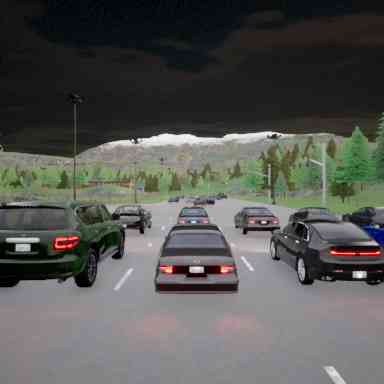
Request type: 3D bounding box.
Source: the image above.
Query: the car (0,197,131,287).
[{"bbox_3d":[-3.418,1.221,9.424,2.150,2.045,5.566,0,0,0],"label":"car"}]

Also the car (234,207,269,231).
[{"bbox_3d":[3.565,1.547,18.976,2.033,1.411,5.357,0,0,0],"label":"car"}]

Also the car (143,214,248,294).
[{"bbox_3d":[0.086,1.547,8.932,2.033,1.411,5.357,0,0,0],"label":"car"}]

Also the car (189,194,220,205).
[{"bbox_3d":[2.066,1.491,53.443,2.128,1.511,4.902,0,0,31],"label":"car"}]

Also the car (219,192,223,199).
[{"bbox_3d":[6.828,1.525,95.173,2.128,1.511,4.902,0,0,0],"label":"car"}]

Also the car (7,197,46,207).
[{"bbox_3d":[-24.813,1.505,49.957,4.892,1.490,1.837,0,0,0],"label":"car"}]

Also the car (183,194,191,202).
[{"bbox_3d":[-0.280,1.600,69.164,1.895,1.301,4.718,0,0,3],"label":"car"}]

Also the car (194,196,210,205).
[{"bbox_3d":[1.830,1.525,61.572,1.812,1.442,4.674,0,0,16],"label":"car"}]

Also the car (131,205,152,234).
[{"bbox_3d":[-3.433,1.491,19.171,2.128,1.511,4.902,0,0,0],"label":"car"}]

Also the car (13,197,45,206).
[{"bbox_3d":[-26.083,1.564,53.447,4.181,1.385,1.994,0,0,-1],"label":"car"}]

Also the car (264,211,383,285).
[{"bbox_3d":[3.568,1.505,9.480,1.837,1.490,4.892,0,0,0],"label":"car"}]

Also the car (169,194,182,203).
[{"bbox_3d":[-3.865,1.497,71.269,2.128,1.511,4.902,0,0,0],"label":"car"}]

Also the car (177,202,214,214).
[{"bbox_3d":[0.072,1.547,18.998,2.033,1.411,5.357,0,0,0],"label":"car"}]

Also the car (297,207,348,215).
[{"bbox_3d":[7.065,1.564,19.389,1.994,1.385,4.181,0,0,0],"label":"car"}]

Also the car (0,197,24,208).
[{"bbox_3d":[-26.391,1.491,46.442,4.902,1.511,2.128,0,0,0],"label":"car"}]

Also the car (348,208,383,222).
[{"bbox_3d":[7.084,1.478,10.406,1.882,1.535,5.008,0,0,0],"label":"car"}]
